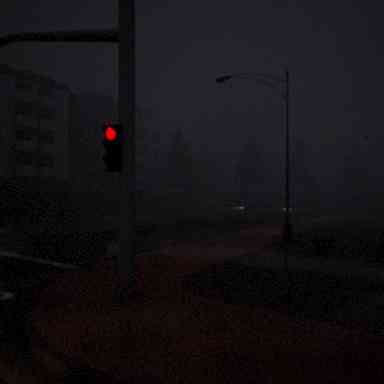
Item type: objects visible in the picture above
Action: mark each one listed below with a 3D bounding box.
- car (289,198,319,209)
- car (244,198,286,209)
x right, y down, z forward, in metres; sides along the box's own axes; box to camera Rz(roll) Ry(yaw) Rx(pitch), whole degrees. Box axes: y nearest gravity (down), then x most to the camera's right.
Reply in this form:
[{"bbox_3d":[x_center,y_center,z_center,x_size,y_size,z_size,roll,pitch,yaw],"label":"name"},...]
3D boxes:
[{"bbox_3d":[15.382,1.561,46.754,5.357,1.411,2.033,0,0,-25],"label":"car"},{"bbox_3d":[9.980,1.532,46.395,5.357,1.411,2.033,2,3,-7],"label":"car"}]
